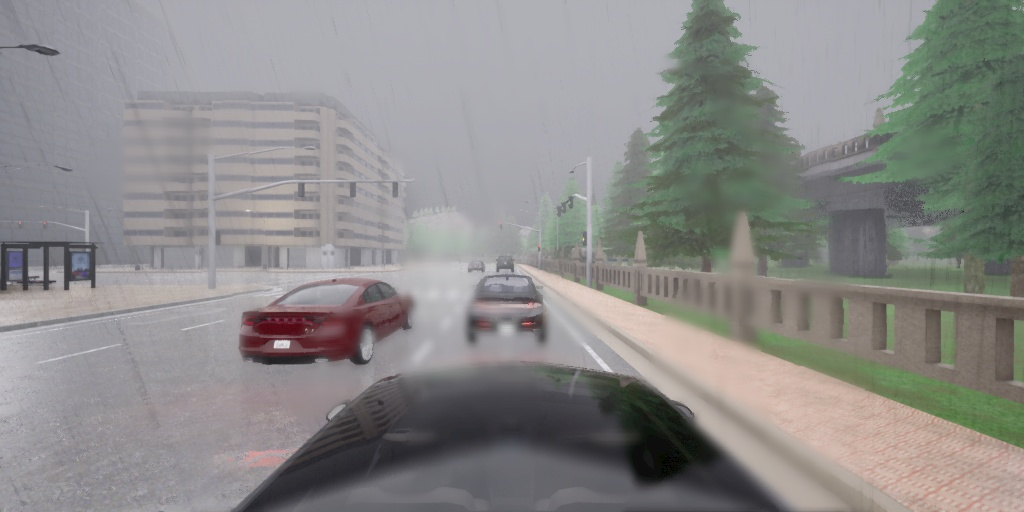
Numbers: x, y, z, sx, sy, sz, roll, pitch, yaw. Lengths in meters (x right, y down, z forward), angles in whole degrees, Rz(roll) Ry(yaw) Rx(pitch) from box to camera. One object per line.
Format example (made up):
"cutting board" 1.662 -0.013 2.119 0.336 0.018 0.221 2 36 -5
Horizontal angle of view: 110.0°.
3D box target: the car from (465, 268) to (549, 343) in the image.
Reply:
"car" -0.128 1.242 9.631 2.128 1.511 4.902 0 0 -1

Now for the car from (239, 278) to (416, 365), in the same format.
"car" -3.596 1.228 8.069 1.882 1.535 5.008 0 0 0

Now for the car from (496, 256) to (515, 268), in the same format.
"car" -0.867 0.972 45.321 2.150 2.045 5.566 0 0 -1

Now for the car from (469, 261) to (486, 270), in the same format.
"car" -4.370 1.298 45.016 2.033 1.411 5.357 0 0 -1
